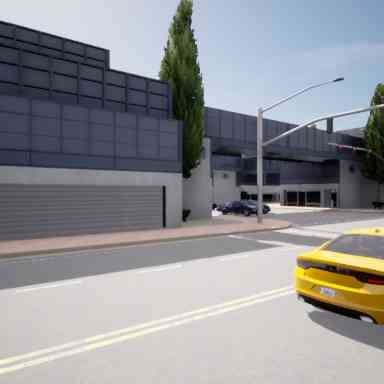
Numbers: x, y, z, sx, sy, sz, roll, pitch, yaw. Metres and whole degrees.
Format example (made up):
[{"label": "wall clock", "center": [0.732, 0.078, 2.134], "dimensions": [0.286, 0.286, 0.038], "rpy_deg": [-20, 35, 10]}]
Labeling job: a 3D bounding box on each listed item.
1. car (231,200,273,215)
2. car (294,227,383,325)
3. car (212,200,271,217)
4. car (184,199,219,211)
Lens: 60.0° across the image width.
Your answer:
[{"label": "car", "center": [6.374, 1.564, 35.615], "dimensions": [1.994, 1.385, 4.181], "rpy_deg": [0, 0, -37]}, {"label": "car", "center": [4.221, 1.478, 6.856], "dimensions": [5.008, 1.535, 1.882], "rpy_deg": [0, 0, -36]}, {"label": "car", "center": [4.650, 1.547, 32.080], "dimensions": [2.033, 1.411, 5.357], "rpy_deg": [0, 0, -37]}, {"label": "car", "center": [1.140, 1.601, 42.599], "dimensions": [1.895, 1.301, 4.718], "rpy_deg": [0, 0, -37]}]
